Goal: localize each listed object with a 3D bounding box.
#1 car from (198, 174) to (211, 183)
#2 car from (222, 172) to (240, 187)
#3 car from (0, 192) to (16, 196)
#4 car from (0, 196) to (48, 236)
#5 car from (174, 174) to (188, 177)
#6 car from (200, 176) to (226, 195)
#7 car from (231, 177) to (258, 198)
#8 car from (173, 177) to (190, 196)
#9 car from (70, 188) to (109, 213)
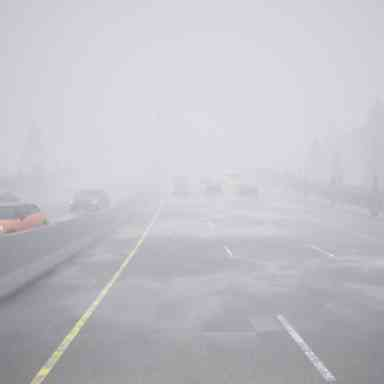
[{"bbox_3d":[2.012,-1.861,48.529,1.882,1.535,5.008,0,7,-2],"label":"car"},{"bbox_3d":[5.492,-1.845,46.457,2.150,2.045,5.566,0,7,-2],"label":"car"},{"bbox_3d":[-14.857,0.779,25.371,1.812,1.442,4.674,0,5,-2],"label":"car"},{"bbox_3d":[-7.530,1.262,13.264,2.097,1.767,4.553,0,2,-2],"label":"car"},{"bbox_3d":[-1.532,-1.822,48.102,1.882,1.535,5.008,0,7,-1],"label":"car"},{"bbox_3d":[2.344,-0.570,38.255,1.882,1.535,5.008,0,7,-2],"label":"car"},{"bbox_3d":[5.899,-0.336,36.468,1.882,1.535,5.008,0,7,-2],"label":"car"},{"bbox_3d":[-1.199,-0.452,37.755,2.033,1.411,5.357,0,7,-1],"label":"car"},{"bbox_3d":[-7.959,0.557,26.115,2.097,1.767,4.553,0,5,-2],"label":"car"}]
